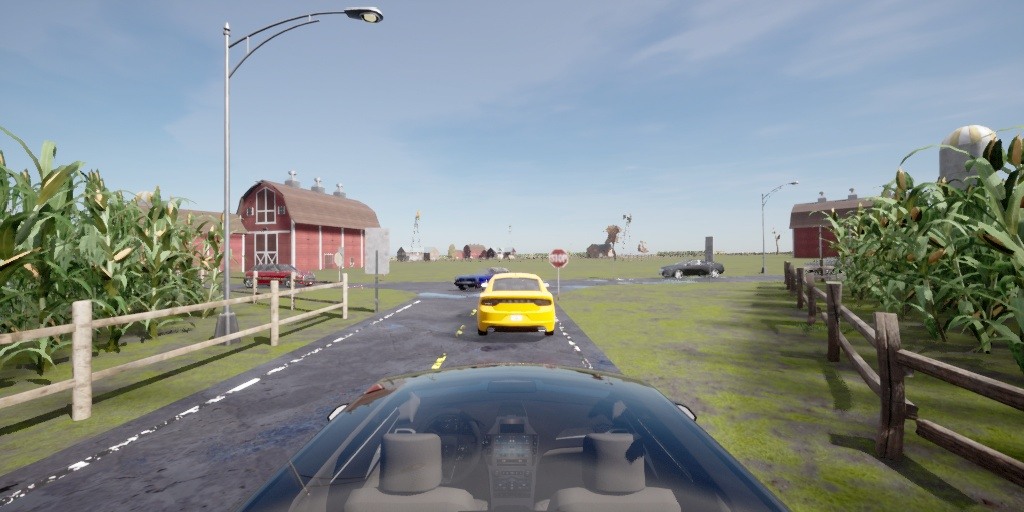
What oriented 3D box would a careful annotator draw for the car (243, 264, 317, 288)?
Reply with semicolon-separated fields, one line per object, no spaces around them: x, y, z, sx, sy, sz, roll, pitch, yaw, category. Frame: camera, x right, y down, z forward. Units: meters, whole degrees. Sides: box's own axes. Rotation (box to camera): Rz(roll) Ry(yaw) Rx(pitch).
-16.545;1.342;25.739;4.553;1.767;2.097;-1;-1;6;car

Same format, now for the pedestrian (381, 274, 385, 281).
-11.176;1.621;31.209;0.500;1.100;0.500;0;0;4;pedestrian

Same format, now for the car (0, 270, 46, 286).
-46.689;2.049;33.731;4.674;1.442;1.812;-1;-1;15;car

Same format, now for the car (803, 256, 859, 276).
26.368;0.787;29.381;4.902;1.511;2.128;-1;0;-7;car

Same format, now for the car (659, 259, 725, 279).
14.090;0.998;28.245;4.902;1.511;2.128;-1;0;-4;car

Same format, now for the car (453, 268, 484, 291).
-1.351;1.354;21.419;1.895;1.301;4.718;0;0;32;car

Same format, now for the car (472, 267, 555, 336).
0.103;1.229;10.470;1.882;1.535;5.008;0;0;0;car

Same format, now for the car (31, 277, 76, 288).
-36.059;1.792;28.466;5.008;1.535;1.882;-1;-1;11;car

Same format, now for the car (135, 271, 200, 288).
-26.027;1.696;26.802;5.357;1.411;2.033;-1;-1;7;car
